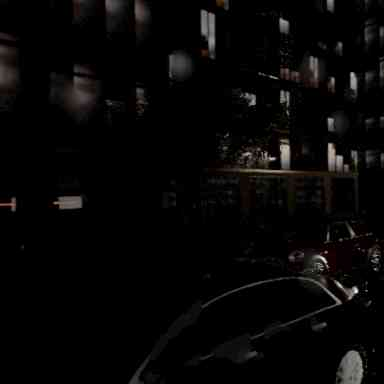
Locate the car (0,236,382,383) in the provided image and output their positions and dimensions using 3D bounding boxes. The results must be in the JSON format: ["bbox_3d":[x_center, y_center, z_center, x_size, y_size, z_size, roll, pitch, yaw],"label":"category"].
[{"bbox_3d":[-0.035,1.506,3.341,4.892,1.490,1.837,0,0,-35],"label":"car"}]

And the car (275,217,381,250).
[{"bbox_3d":[3.244,1.437,8.901,4.097,1.590,1.967,0,-1,-35],"label":"car"}]
